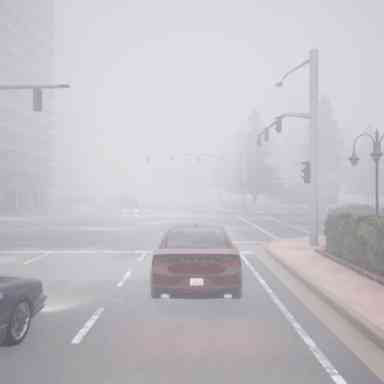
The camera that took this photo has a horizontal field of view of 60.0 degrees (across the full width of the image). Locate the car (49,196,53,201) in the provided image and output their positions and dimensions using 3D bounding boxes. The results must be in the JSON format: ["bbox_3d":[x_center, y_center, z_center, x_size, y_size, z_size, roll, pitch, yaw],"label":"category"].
[{"bbox_3d":[-35.592,1.435,79.811,4.181,1.385,1.994,0,0,9],"label":"car"}]

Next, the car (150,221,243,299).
[{"bbox_3d":[0.094,1.474,8.498,1.882,1.535,5.008,0,0,0],"label":"car"}]

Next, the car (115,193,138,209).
[{"bbox_3d":[-9.038,1.202,46.652,2.150,2.045,5.566,0,0,-20],"label":"car"}]

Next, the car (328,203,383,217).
[{"bbox_3d":[11.936,1.551,22.879,4.892,1.490,1.837,0,0,0],"label":"car"}]

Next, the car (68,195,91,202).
[{"bbox_3d":[-25.767,1.447,76.333,5.008,1.535,1.882,0,0,24],"label":"car"}]

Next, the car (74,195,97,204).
[{"bbox_3d":[-20.095,1.466,64.026,4.902,1.511,2.128,0,0,43],"label":"car"}]

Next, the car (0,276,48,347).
[{"bbox_3d":[-3.428,1.546,3.271,2.033,1.411,5.357,0,0,0],"label":"car"}]

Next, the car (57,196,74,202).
[{"bbox_3d":[-27.147,1.510,73.125,5.357,1.411,2.033,0,0,24],"label":"car"}]

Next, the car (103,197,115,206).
[{"bbox_3d":[-13.409,1.525,56.004,2.033,1.411,5.357,0,0,-33],"label":"car"}]
